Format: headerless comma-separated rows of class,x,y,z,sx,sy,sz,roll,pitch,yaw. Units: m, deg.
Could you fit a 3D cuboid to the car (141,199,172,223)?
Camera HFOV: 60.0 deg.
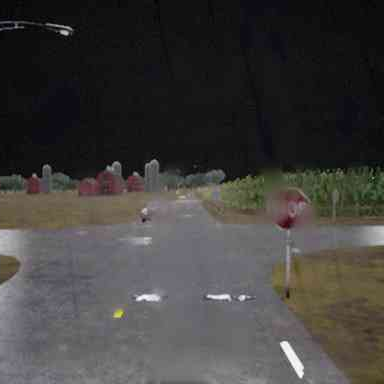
car,-2.739,1.398,26.496,2.097,1.767,4.553,0,-1,0

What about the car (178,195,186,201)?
car,-2.710,1.644,90.531,1.882,1.535,5.008,0,0,0
